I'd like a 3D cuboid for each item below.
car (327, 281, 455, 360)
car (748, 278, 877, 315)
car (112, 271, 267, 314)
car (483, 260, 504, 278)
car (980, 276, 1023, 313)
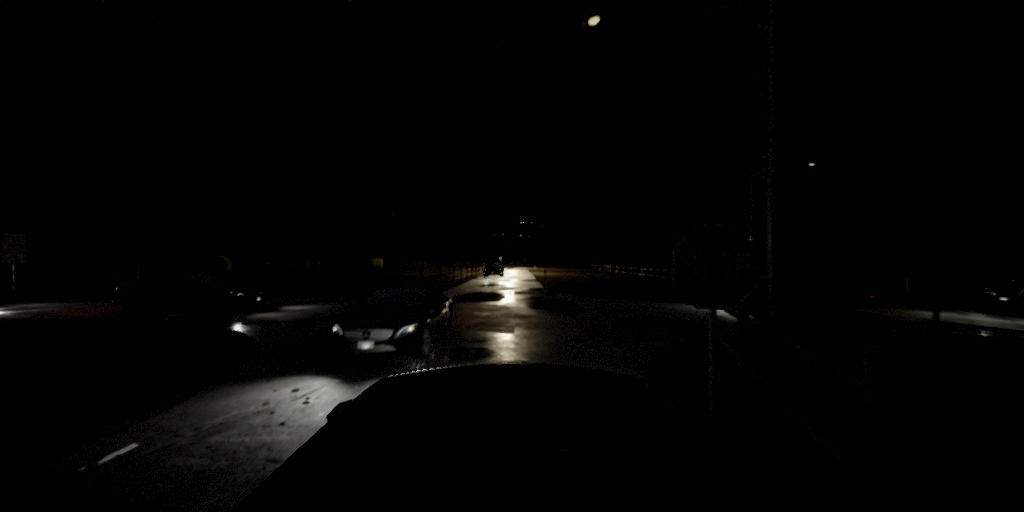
[{"bbox_3d":[-2.587,1.373,8.763,1.812,1.442,4.674,0,-1,1],"label":"car"},{"bbox_3d":[12.434,1.681,15.621,5.357,1.411,2.033,1,0,2],"label":"car"},{"bbox_3d":[-11.703,1.276,13.169,4.674,1.442,1.812,1,0,-3],"label":"car"},{"bbox_3d":[-2.040,1.444,40.983,2.150,2.045,5.566,0,0,1],"label":"car"},{"bbox_3d":[23.957,1.578,15.427,5.566,2.045,2.150,1,0,1],"label":"car"}]
